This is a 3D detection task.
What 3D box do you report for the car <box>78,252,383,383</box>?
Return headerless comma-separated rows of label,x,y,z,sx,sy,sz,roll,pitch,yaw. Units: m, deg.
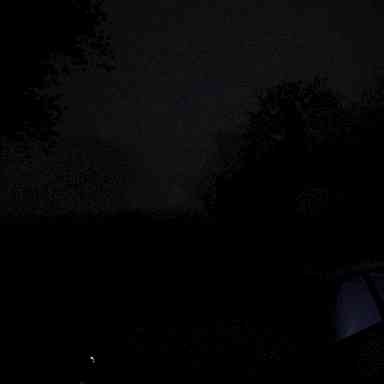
car,1.501,1.550,4.146,5.357,1.411,2.033,0,0,-35
